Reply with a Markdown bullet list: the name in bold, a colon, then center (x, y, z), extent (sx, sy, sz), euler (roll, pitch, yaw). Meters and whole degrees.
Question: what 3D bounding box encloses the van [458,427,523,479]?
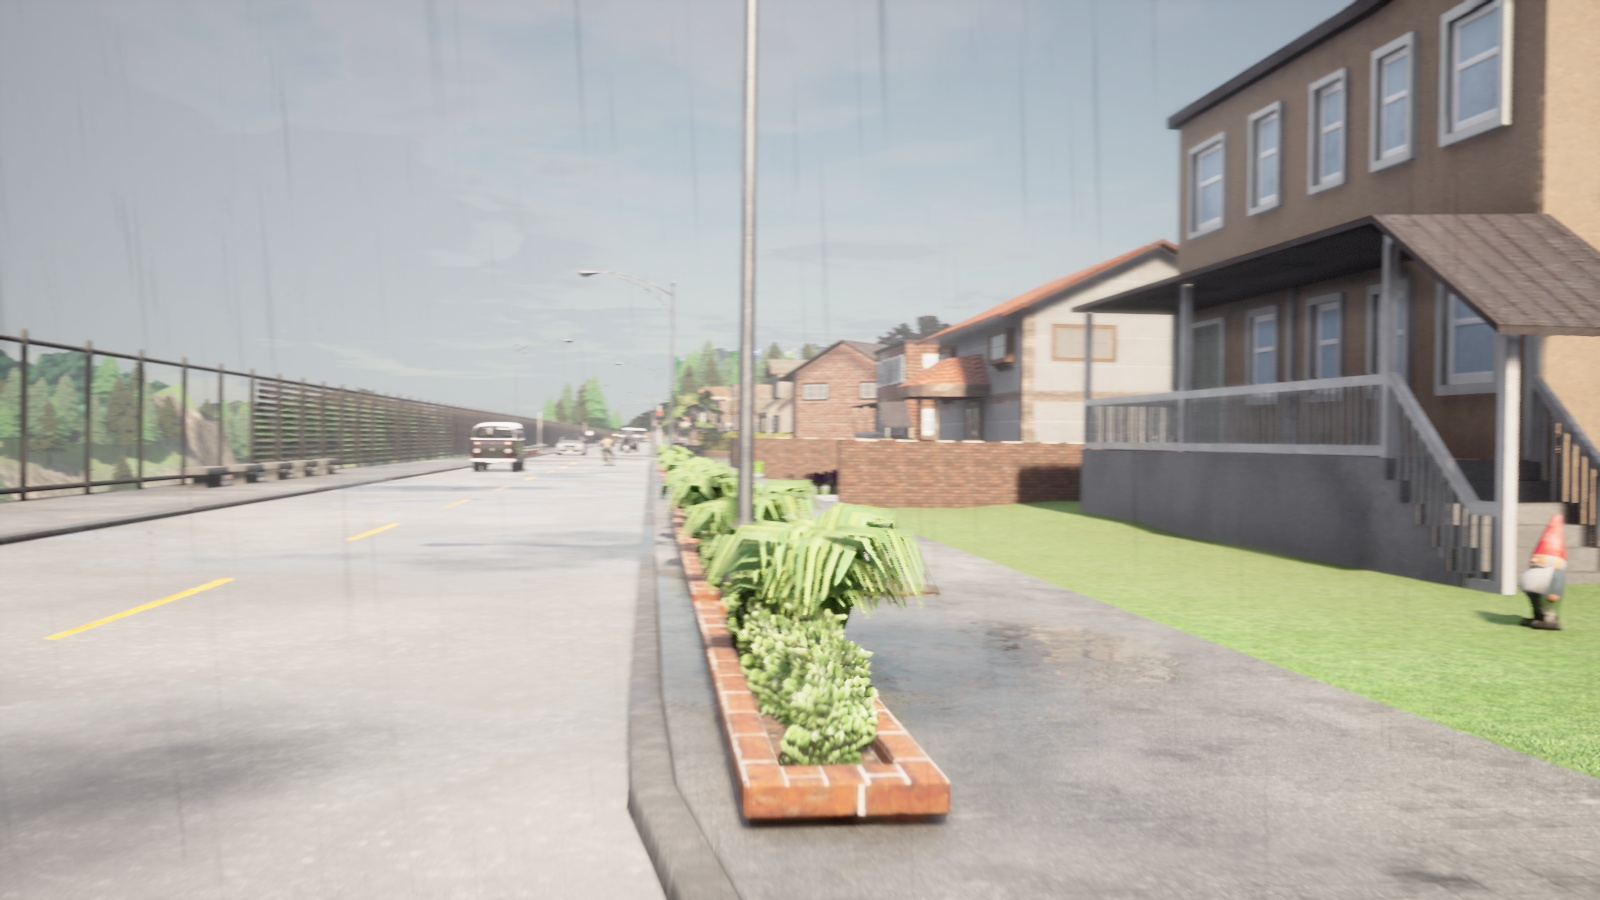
- **van**: center (-12.604, 0.087, 51.397), extent (2.069, 2.038, 4.480), euler (0, 0, -7)
